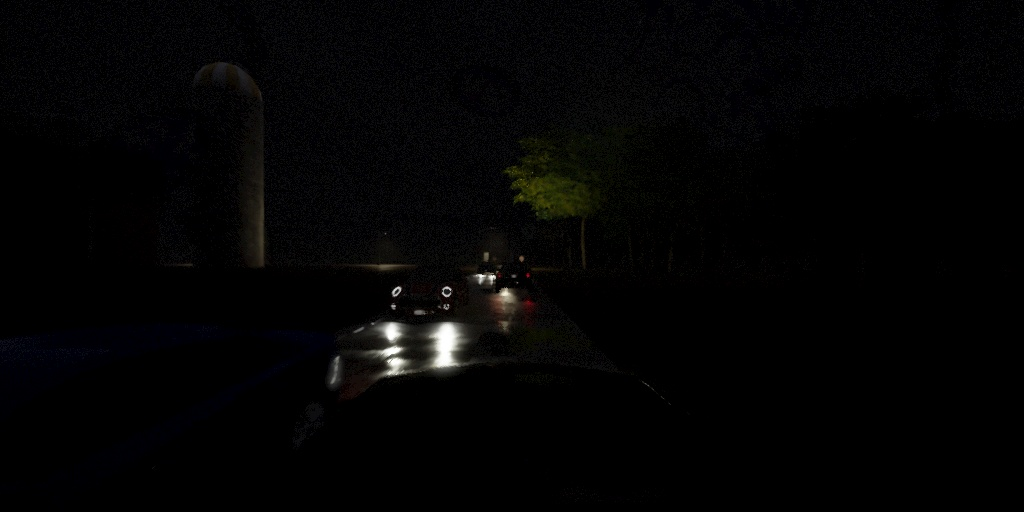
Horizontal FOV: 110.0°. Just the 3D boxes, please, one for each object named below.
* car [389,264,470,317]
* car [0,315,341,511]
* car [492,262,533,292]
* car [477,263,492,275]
[{"bbox_3d":[-2.794,1.111,13.045,2.097,1.767,4.553,0,0,1],"label":"car"},{"bbox_3d":[-2.847,1.228,1.959,1.882,1.535,5.008,0,0,0],"label":"car"},{"bbox_3d":[0.111,1.136,21.655,2.097,1.767,4.553,0,0,0],"label":"car"},{"bbox_3d":[-2.814,1.437,40.876,1.994,1.385,4.181,0,0,0],"label":"car"}]
